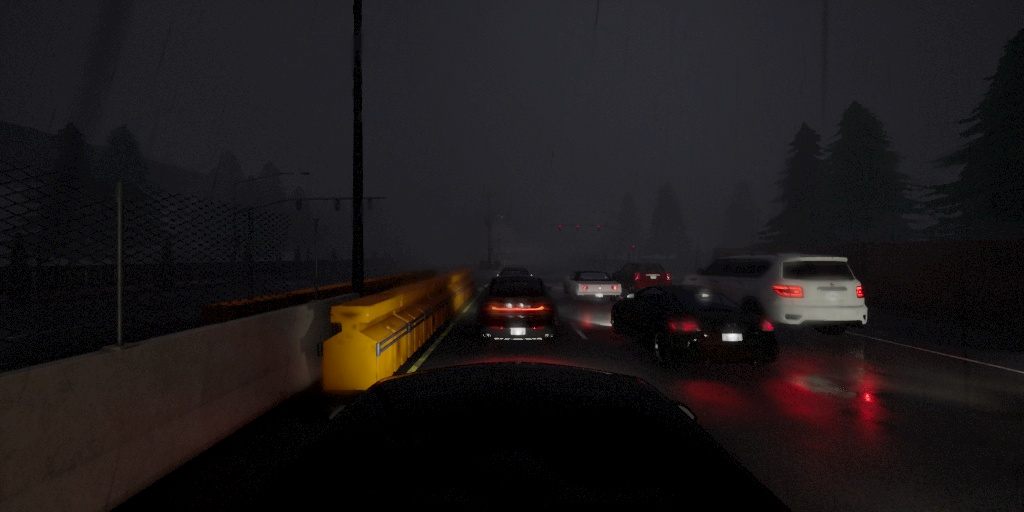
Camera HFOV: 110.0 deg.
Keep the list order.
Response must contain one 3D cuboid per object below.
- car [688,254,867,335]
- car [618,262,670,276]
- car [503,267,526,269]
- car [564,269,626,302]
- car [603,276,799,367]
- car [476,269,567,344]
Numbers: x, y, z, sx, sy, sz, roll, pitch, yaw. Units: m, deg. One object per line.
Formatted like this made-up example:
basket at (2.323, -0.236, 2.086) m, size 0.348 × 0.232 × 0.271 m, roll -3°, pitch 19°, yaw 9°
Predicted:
car at (7.124, 0.971, 10.641) m, size 2.150 × 2.045 × 5.566 m, roll 0°, pitch 0°, yaw 0°
car at (7.147, 1.102, 20.227) m, size 2.097 × 1.767 × 4.553 m, roll 0°, pitch 0°, yaw 0°
car at (0.141, 1.297, 19.088) m, size 2.033 × 1.411 × 5.357 m, roll 0°, pitch 0°, yaw 0°
car at (3.639, 1.351, 17.123) m, size 1.895 × 1.301 × 4.718 m, roll 0°, pitch 0°, yaw 0°
car at (3.624, 1.314, 7.941) m, size 1.994 × 1.385 × 4.181 m, roll 0°, pitch 0°, yaw -1°
car at (0.120, 1.255, 9.570) m, size 1.837 × 1.490 × 4.892 m, roll 0°, pitch 0°, yaw 0°
